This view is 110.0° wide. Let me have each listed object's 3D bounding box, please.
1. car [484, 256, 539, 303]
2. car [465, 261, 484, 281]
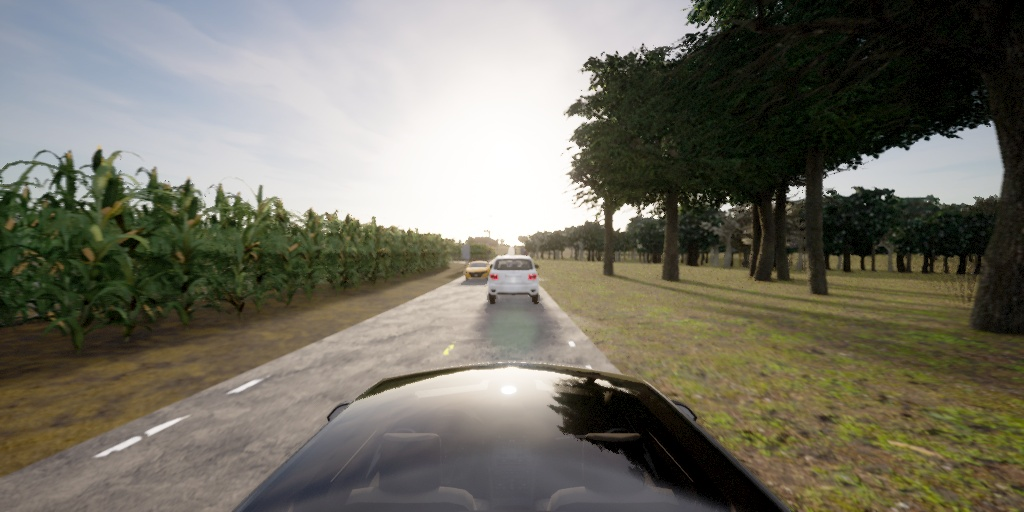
[{"bbox_3d":[0.109,1.006,17.148,2.150,2.045,5.566,0,0,1],"label":"car"},{"bbox_3d":[-2.714,1.170,29.655,1.882,1.535,5.008,0,1,0],"label":"car"}]
